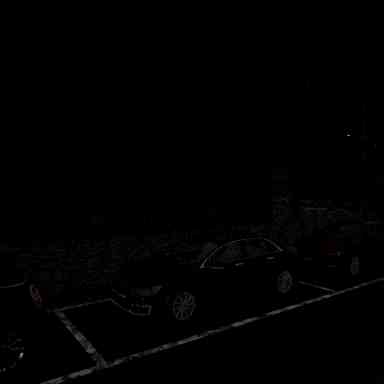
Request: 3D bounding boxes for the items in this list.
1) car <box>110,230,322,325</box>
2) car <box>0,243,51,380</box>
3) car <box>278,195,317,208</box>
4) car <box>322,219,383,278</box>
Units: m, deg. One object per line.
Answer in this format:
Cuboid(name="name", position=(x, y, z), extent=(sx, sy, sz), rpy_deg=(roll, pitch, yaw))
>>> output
Cuboid(name="car", position=(0.485, 1.551, 6.993), extent=(4.403, 1.369, 2.008), rpy_deg=(0, 0, -35))
Cuboid(name="car", position=(-3.960, 1.440, 3.827), extent=(4.097, 1.590, 1.967), rpy_deg=(0, 0, -35))
Cuboid(name="car", position=(12.164, 1.073, 38.543), extent=(1.812, 1.442, 4.674), rpy_deg=(0, 1, -36))
Cuboid(name="car", position=(4.930, 1.545, 10.159), extent=(4.507, 1.381, 1.887), rpy_deg=(0, 0, -35))
